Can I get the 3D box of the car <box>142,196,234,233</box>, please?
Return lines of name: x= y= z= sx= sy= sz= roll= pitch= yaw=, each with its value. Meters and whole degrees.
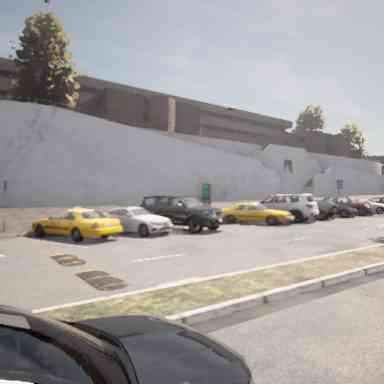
car: x=-0.707 y=1.232 z=19.718 sx=5.566 sy=2.045 sz=2.435 roll=-1 pitch=-1 yaw=35

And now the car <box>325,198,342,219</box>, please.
car: x=9.024 y=1.430 z=26.708 sx=4.792 sy=1.488 sz=2.163 roll=-1 pitch=0 yaw=35

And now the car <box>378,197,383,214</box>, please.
car: x=16.388 y=1.331 z=31.925 sx=4.674 sy=1.452 sz=2.002 roll=-1 pitch=-1 yaw=35

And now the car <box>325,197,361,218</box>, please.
car: x=11.501 y=1.412 z=28.444 sx=4.674 sy=1.452 sz=2.002 roll=-1 pitch=-1 yaw=35

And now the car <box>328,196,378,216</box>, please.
car: x=13.917 y=1.206 z=30.201 sx=4.553 sy=1.767 sz=2.185 roll=-1 pitch=-1 yaw=35

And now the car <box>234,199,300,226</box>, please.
car: x=4.311 y=1.445 z=23.109 sx=5.366 sy=1.575 sz=1.946 roll=-1 pitch=-1 yaw=35

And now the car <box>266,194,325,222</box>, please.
car: x=6.578 y=1.178 z=24.969 sx=5.566 sy=2.045 sz=2.435 roll=-1 pitch=0 yaw=35

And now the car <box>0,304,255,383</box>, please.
car: x=-1.668 y=1.505 z=1.943 sx=4.892 sy=1.490 sz=1.837 roll=0 pitch=0 yaw=-36

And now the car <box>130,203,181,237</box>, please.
car: x=-3.181 y=1.528 z=17.988 sx=4.674 sy=1.452 sz=2.002 roll=-1 pitch=-1 yaw=34

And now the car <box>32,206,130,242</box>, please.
car: x=-5.782 y=1.492 z=16.341 sx=5.366 sy=1.575 sz=1.946 roll=-1 pitch=0 yaw=35
